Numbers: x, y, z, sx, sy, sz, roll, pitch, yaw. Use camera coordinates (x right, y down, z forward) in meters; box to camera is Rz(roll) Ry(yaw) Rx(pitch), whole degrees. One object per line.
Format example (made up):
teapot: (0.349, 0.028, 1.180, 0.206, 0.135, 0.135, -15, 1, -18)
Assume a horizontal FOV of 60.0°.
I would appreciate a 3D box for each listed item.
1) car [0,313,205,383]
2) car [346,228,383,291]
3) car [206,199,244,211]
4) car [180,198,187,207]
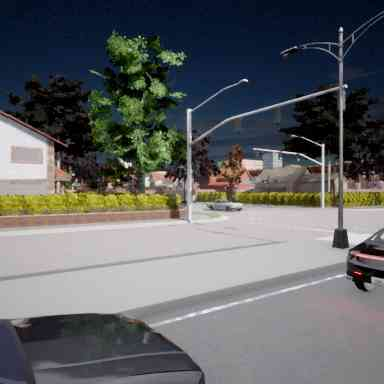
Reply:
car: (-2.418, 1.543, 2.021, 5.357, 1.411, 2.033, 0, 0, -36)
car: (5.524, 1.474, 7.671, 4.902, 1.511, 2.128, 0, 0, -35)
car: (3.780, 1.505, 38.442, 1.895, 1.301, 4.718, 0, 0, -36)
car: (-2.103, 1.483, 46.613, 1.895, 1.301, 4.718, 0, 0, -36)
